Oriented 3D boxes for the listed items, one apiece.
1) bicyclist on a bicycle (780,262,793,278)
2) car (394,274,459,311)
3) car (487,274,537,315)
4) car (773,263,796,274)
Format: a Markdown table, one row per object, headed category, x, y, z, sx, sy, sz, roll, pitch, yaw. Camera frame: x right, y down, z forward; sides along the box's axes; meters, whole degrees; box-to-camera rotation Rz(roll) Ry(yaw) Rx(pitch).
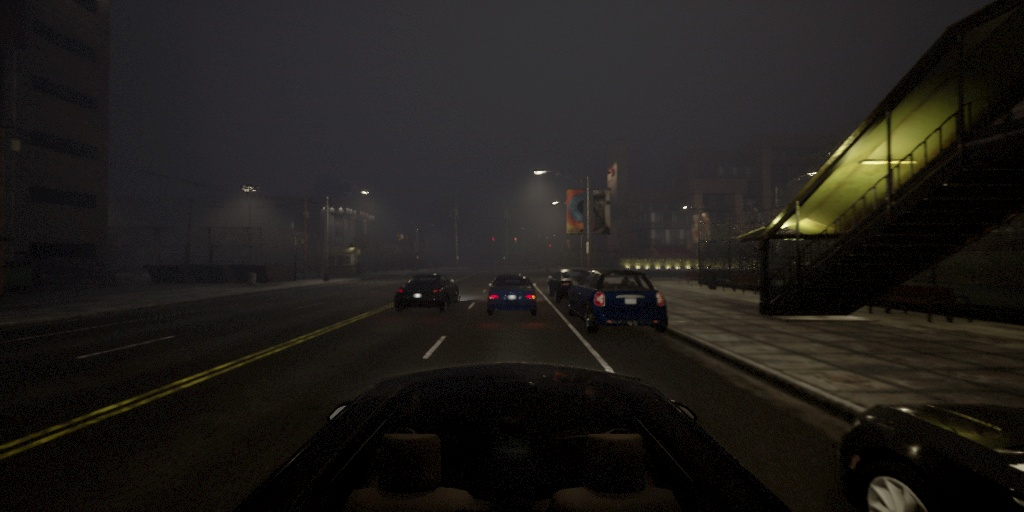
| category | x | y | z | sx | sy | sz | roll | pitch | yaw |
| --- | --- | --- | --- | --- | --- | --- | --- | --- | --- |
| bicyclist on a bicycle | 26.082 | 1.391 | 34.048 | 0.582 | 1.620 | 1.656 | 0 | -1 | -1 |
| car | -3.474 | 1.458 | 15.282 | 1.994 | 1.385 | 4.181 | 0 | -1 | 1 |
| car | 0.013 | 1.431 | 14.342 | 2.033 | 1.411 | 5.357 | 0 | -1 | 0 |
| car | 38.927 | 1.786 | 52.093 | 4.892 | 1.490 | 1.837 | 0 | -1 | 0 |
